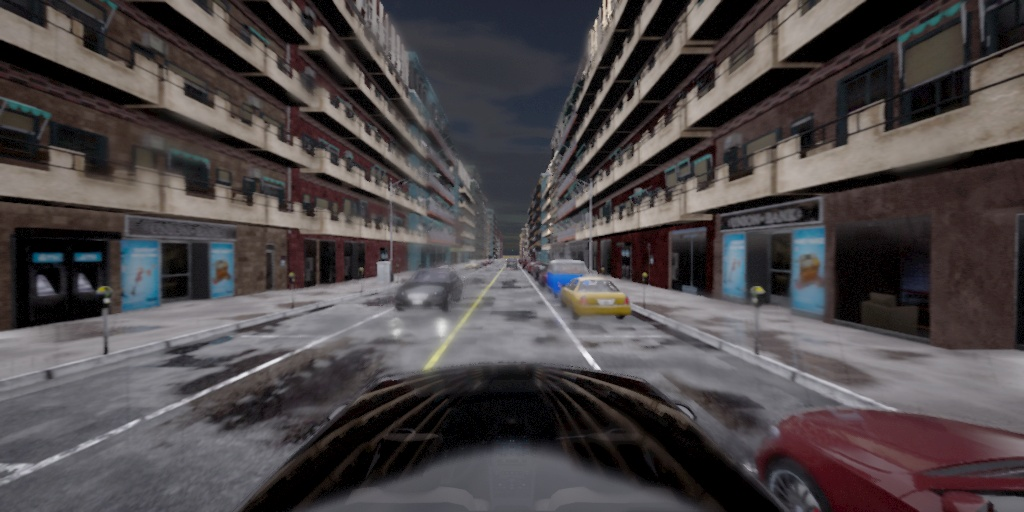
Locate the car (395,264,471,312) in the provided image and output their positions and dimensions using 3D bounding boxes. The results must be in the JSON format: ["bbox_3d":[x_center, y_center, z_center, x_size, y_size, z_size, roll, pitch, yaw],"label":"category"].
[{"bbox_3d":[-3.083,1.238,14.153,2.128,1.511,4.902,0,0,0],"label":"car"}]

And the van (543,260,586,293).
[{"bbox_3d":[2.691,1.088,18.038,1.690,1.789,3.998,0,0,0],"label":"van"}]

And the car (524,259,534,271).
[{"bbox_3d":[2.693,1.299,40.777,1.888,1.381,4.507,0,0,0],"label":"car"}]

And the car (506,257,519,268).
[{"bbox_3d":[0.005,1.262,60.301,2.128,1.511,4.902,0,0,0],"label":"car"}]

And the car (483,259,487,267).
[{"bbox_3d":[-5.687,1.319,57.835,2.007,1.370,4.403,0,0,0],"label":"car"}]

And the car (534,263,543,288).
[{"bbox_3d":[2.691,1.329,23.723,1.802,1.307,4.207,0,0,0],"label":"car"}]

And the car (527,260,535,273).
[{"bbox_3d":[2.692,1.333,35.092,1.802,1.307,4.207,0,0,0],"label":"car"}]

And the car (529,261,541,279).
[{"bbox_3d":[2.692,1.315,29.407,1.948,1.339,4.313,0,0,0],"label":"car"}]

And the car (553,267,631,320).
[{"bbox_3d":[2.691,1.272,12.523,1.751,1.417,4.829,0,0,0],"label":"car"}]

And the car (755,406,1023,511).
[{"bbox_3d":[2.690,1.332,0.984,1.802,1.307,4.207,0,0,0],"label":"car"}]

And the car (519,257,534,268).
[{"bbox_3d":[2.694,1.083,57.830,2.192,1.841,5.009,0,0,0],"label":"car"}]

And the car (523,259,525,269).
[{"bbox_3d":[2.693,1.340,46.462,1.802,1.307,4.207,0,0,0],"label":"car"}]

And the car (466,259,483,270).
[{"bbox_3d":[-5.687,1.288,51.980,1.751,1.417,4.829,0,0,0],"label":"car"}]
